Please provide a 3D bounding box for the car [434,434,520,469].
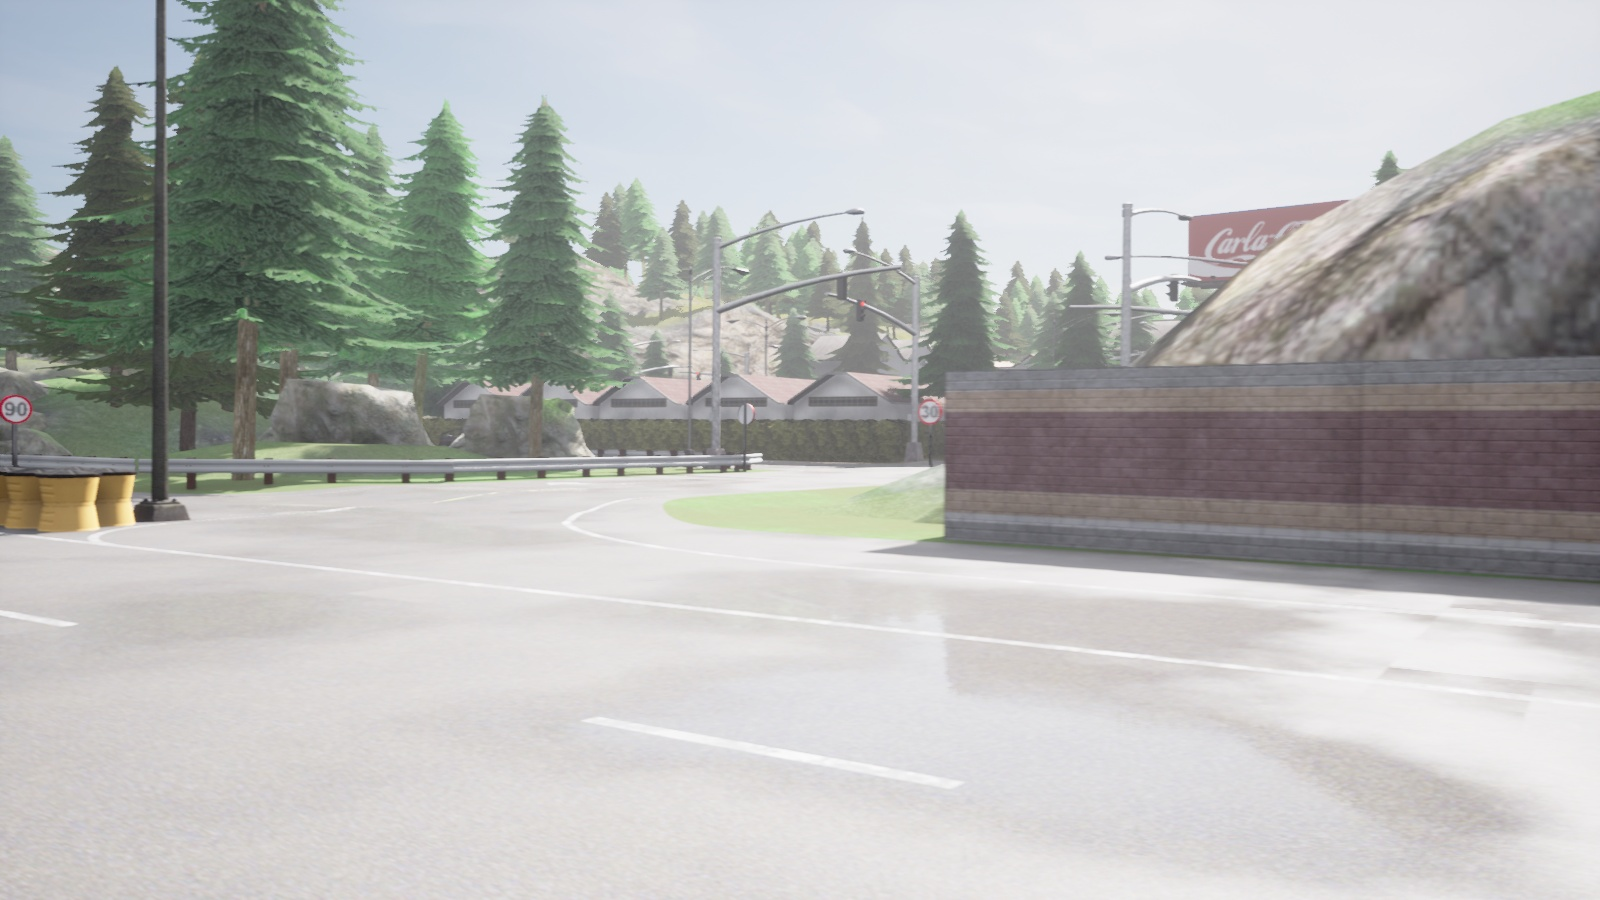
[{"bbox_3d":[-14.993,0.047,58.248,3.705,1.549,1.789,0,1,34],"label":"car"}]
